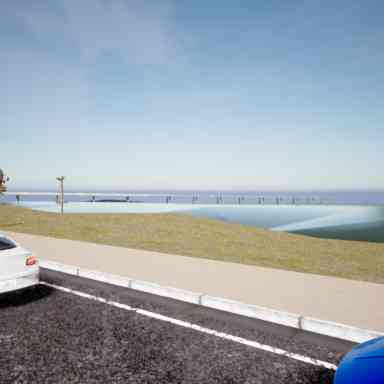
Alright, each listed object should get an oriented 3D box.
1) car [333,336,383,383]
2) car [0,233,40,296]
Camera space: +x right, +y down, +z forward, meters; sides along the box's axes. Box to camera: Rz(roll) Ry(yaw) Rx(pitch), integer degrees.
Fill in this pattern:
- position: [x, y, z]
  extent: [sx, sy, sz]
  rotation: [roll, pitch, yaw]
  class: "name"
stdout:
- position: [3.245, 1.478, 1.365]
  extent: [5.008, 1.535, 1.882]
  rotation: [0, 0, 36]
  class: "car"
- position: [-5.262, 1.526, 7.458]
  extent: [4.674, 1.442, 1.812]
  rotation: [0, 0, 35]
  class: "car"
